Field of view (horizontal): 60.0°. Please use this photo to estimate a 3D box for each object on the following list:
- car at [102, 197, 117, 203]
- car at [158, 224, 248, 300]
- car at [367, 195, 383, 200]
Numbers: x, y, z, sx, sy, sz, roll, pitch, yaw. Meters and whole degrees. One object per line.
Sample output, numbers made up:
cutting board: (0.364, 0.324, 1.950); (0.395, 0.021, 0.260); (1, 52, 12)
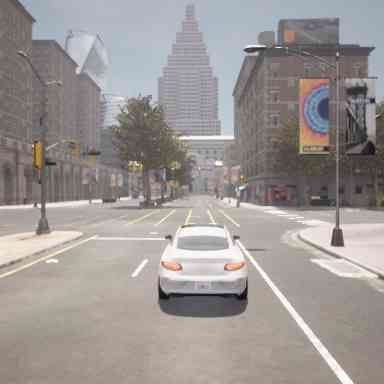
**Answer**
car: (-16.742, 1.584, 67.350); (1.895, 1.301, 4.718); (0, 0, 1)
car: (0.261, 1.524, 8.285); (1.812, 1.442, 4.674); (0, 0, 2)
car: (35.971, 1.469, 67.558); (2.231, 1.521, 4.892); (0, 0, 1)
